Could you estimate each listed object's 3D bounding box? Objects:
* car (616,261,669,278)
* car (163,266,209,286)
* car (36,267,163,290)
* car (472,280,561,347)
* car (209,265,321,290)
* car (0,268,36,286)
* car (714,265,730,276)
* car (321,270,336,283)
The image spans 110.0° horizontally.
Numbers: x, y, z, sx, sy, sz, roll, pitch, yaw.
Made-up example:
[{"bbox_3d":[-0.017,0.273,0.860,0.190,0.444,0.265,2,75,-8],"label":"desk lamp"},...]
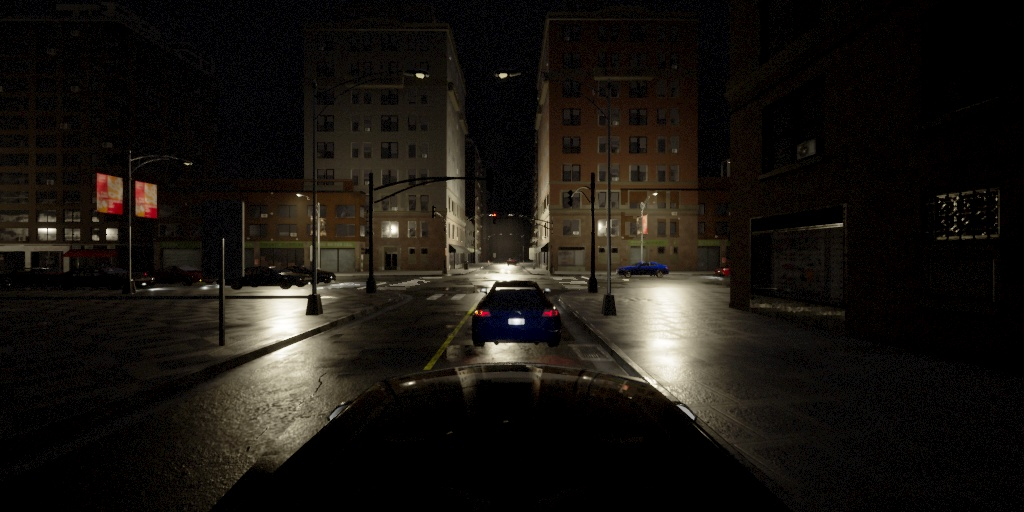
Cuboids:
[{"bbox_3d":[11.860,1.218,32.719,4.674,1.442,1.812,0,0,0],"label":"car"},{"bbox_3d":[-23.824,1.399,25.845,4.181,1.385,1.994,0,0,-1],"label":"car"},{"bbox_3d":[-25.837,1.390,22.590,5.357,1.411,2.033,0,0,0],"label":"car"},{"bbox_3d":[0.096,1.314,9.355,1.994,1.385,4.181,0,0,0],"label":"car"},{"bbox_3d":[-15.457,1.350,22.638,5.357,1.411,2.033,0,0,0],"label":"car"},{"bbox_3d":[-33.715,1.469,25.806,4.718,1.301,1.895,0,0,0],"label":"car"},{"bbox_3d":[20.900,1.225,32.758,4.181,1.385,1.994,0,0,0],"label":"car"},{"bbox_3d":[-15.043,1.365,25.889,4.181,1.385,1.994,0,0,0],"label":"car"}]
